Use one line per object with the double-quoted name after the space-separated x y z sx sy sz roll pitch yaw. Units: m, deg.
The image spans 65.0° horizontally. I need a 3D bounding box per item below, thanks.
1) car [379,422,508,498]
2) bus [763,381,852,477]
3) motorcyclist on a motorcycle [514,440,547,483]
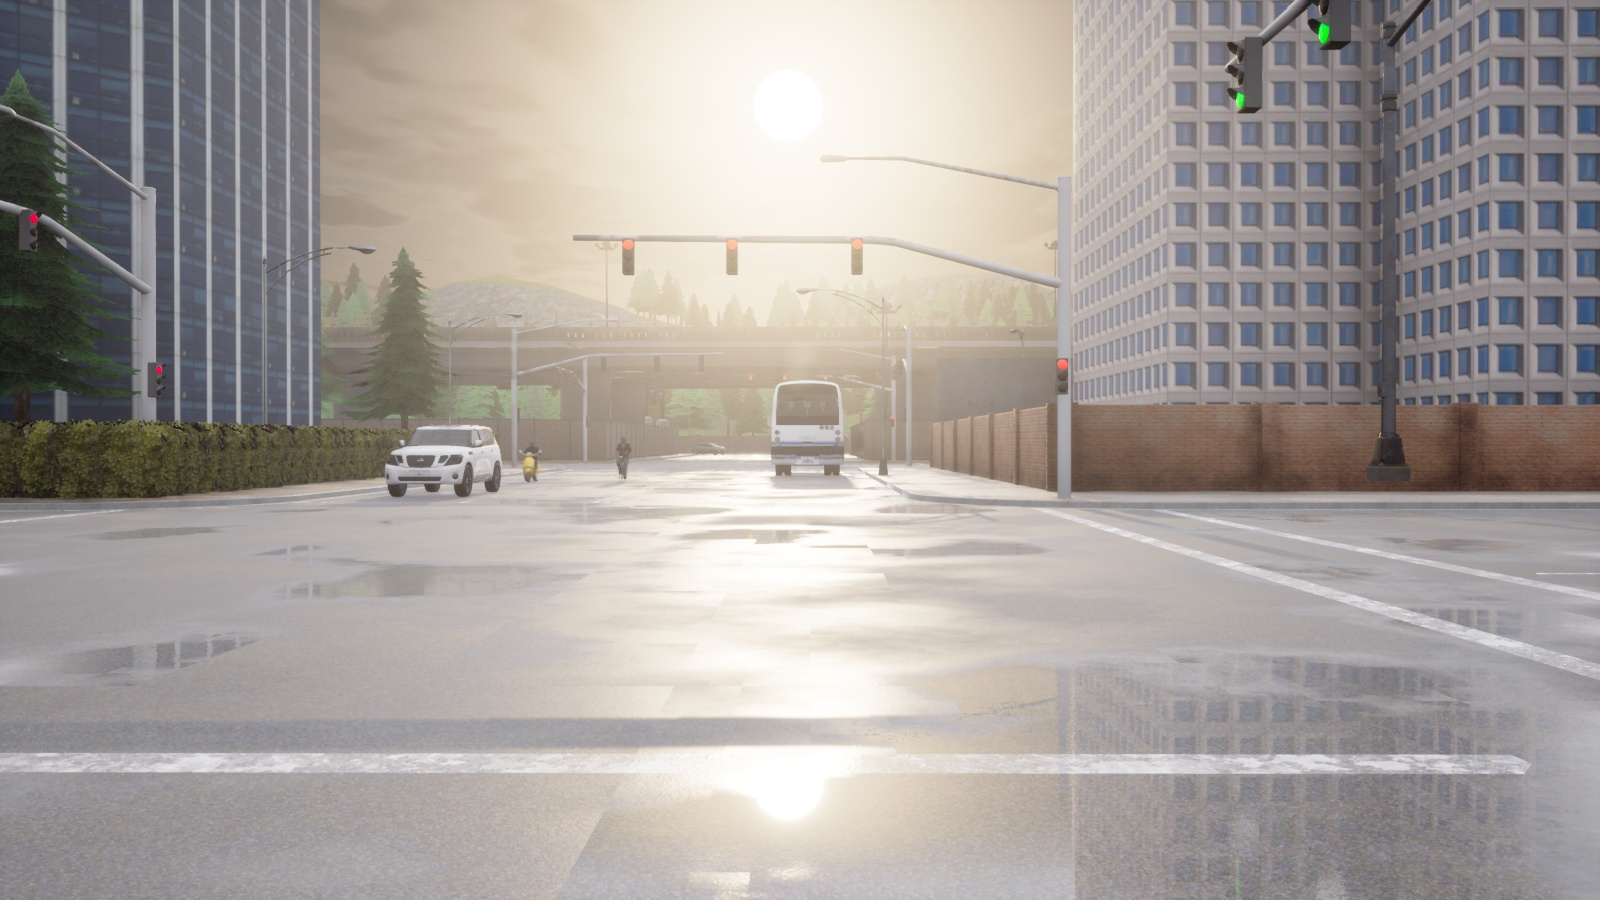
-10.274 0.250 36.693 2.150 2.045 5.566 0 0 0 "car"
0.368 -0.972 60.677 3.944 4.253 10.273 0 0 0 "bus"
-10.209 0.423 47.658 0.866 1.590 1.817 0 0 0 "motorcyclist on a motorcycle"
